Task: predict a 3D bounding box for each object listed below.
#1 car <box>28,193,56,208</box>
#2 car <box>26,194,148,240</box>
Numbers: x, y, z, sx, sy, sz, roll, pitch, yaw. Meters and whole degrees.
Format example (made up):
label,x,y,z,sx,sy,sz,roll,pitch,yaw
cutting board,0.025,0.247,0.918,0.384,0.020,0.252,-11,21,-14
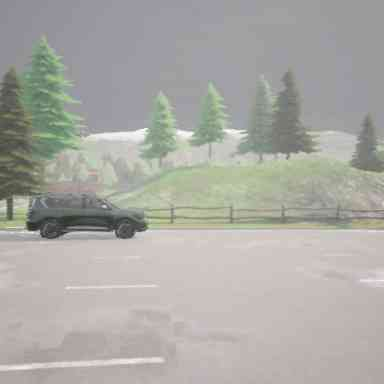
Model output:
label,x,y,z,sx,sy,sz,roll,pitch,yaw
car,-20.120,1.107,44.925,2.097,1.767,4.553,0,0,-5
car,-4.939,1.158,16.112,5.566,2.045,2.150,1,0,-7
